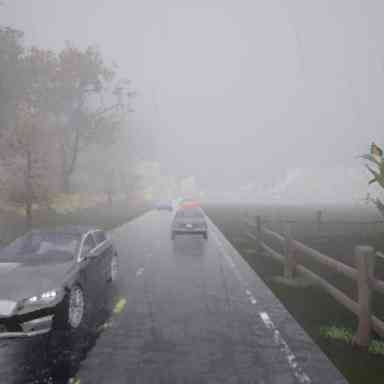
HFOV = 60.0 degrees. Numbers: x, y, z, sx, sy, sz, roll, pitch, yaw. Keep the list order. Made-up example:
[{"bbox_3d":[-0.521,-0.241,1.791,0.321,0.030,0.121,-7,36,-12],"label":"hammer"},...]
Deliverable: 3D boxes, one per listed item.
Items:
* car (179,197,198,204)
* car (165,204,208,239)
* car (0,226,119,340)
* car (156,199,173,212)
[{"bbox_3d":[-0.393,1.457,38.079,2.097,1.767,4.553,0,0,-1],"label":"car"},{"bbox_3d":[-0.136,1.596,17.741,2.033,1.411,5.357,0,0,0],"label":"car"},{"bbox_3d":[-2.826,1.528,6.976,2.128,1.511,4.902,0,0,-1],"label":"car"},{"bbox_3d":[-3.267,1.606,40.234,1.882,1.535,5.008,0,0,-1],"label":"car"}]
